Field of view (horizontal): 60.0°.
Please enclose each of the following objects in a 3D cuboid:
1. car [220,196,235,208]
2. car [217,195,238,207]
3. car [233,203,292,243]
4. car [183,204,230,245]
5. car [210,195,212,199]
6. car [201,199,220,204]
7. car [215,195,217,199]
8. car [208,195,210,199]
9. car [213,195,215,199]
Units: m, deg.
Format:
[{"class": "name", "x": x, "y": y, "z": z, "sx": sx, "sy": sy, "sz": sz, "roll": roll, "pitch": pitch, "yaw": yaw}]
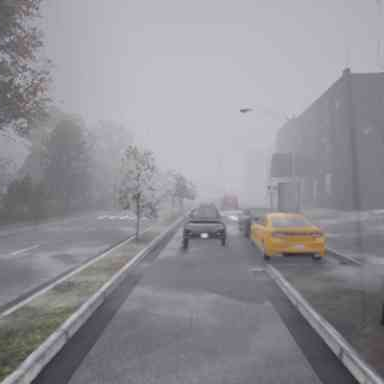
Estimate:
[{"class": "car", "x": 5.431, "y": 1.499, "z": 51.274, "sx": 2.185, "sy": 1.767, "sz": 4.553, "roll": 0, "pitch": 0, "yaw": 3}, {"class": "car", "x": 5.137, "y": 1.362, "z": 45.796, "sx": 2.435, "sy": 2.045, "sz": 5.566, "roll": 0, "pitch": 0, "yaw": 3}, {"class": "car", "x": 3.648, "y": 1.570, "z": 18.110, "sx": 2.163, "sy": 1.488, "sz": 4.792, "roll": 0, "pitch": 0, "yaw": 3}, {"class": "car", "x": 0.611, "y": 1.541, "z": 15.734, "sx": 2.128, "sy": 1.511, "sz": 4.902, "roll": 0, "pitch": 0, "yaw": 3}, {"class": "car", "x": 6.395, "y": 1.701, "z": 84.792, "sx": 2.163, "sy": 1.488, "sz": 4.792, "roll": 0, "pitch": 0, "yaw": 0}, {"class": "car", "x": 1.501, "y": 1.666, "z": 33.041, "sx": 1.994, "sy": 1.385, "sz": 4.181, "roll": 0, "pitch": 0, "yaw": 3}, {"class": "car", "x": 6.026, "y": 1.520, "z": 62.357, "sx": 2.185, "sy": 1.767, "sz": 4.553, "roll": 1, "pitch": 0, "yaw": 3}, {"class": "car", "x": 6.303, "y": 1.549, "z": 90.292, "sx": 2.185, "sy": 1.767, "sz": 4.553, "roll": 0, "pitch": 0, "yaw": -1}, {"class": "car", "x": 6.339, "y": 1.692, "z": 73.660, "sx": 2.163, "sy": 1.488, "sz": 4.792, "roll": 0, "pitch": 0, "yaw": 1}]
